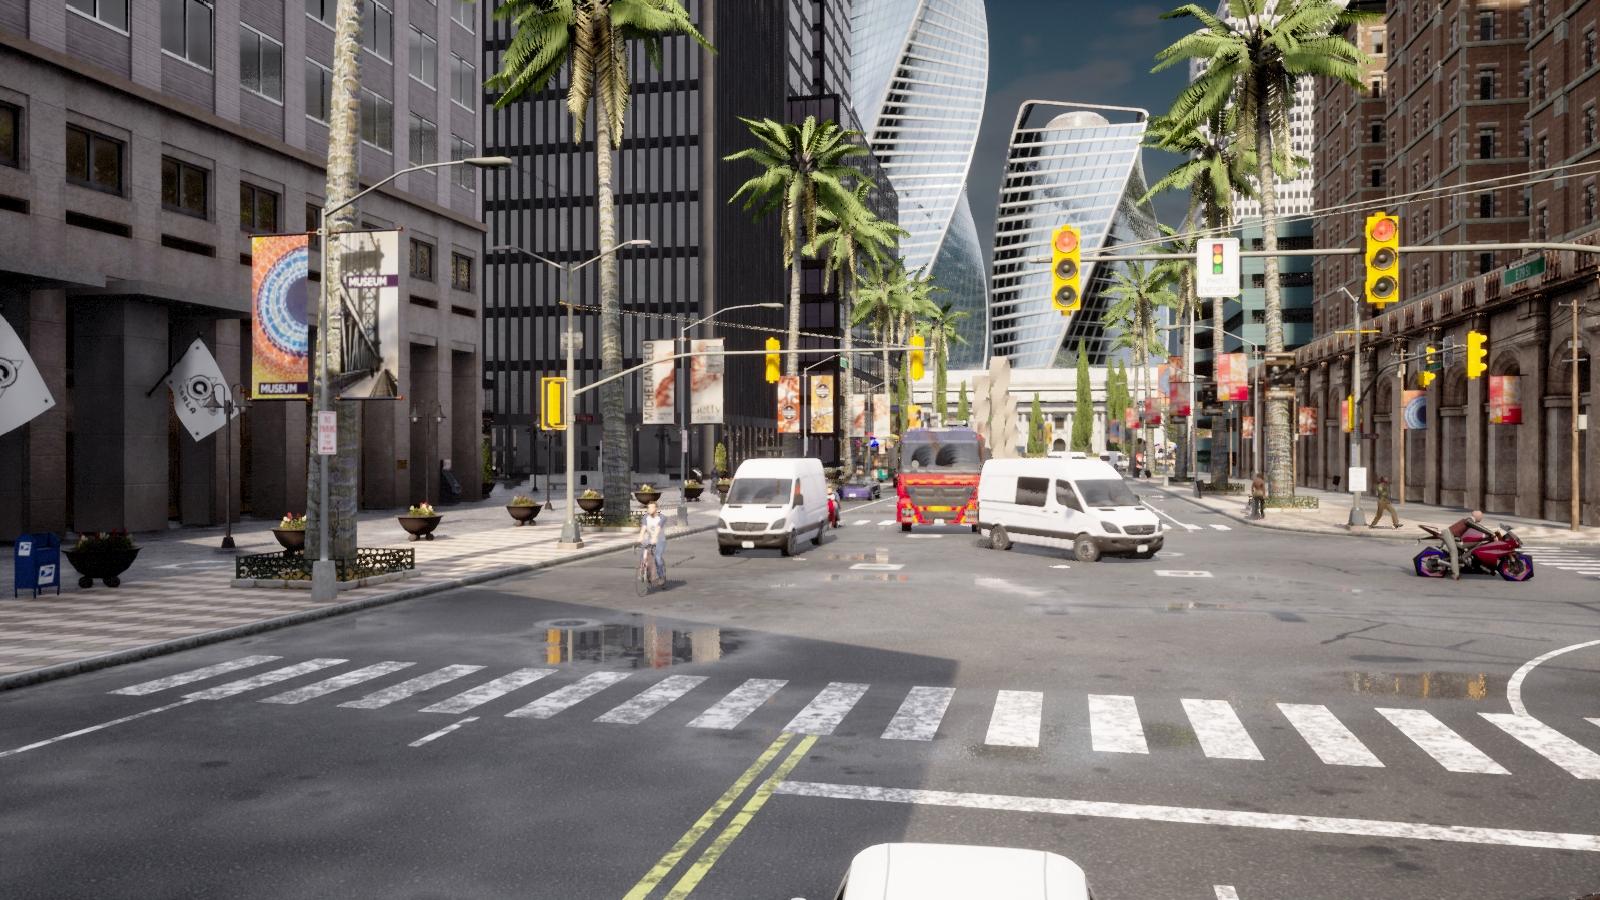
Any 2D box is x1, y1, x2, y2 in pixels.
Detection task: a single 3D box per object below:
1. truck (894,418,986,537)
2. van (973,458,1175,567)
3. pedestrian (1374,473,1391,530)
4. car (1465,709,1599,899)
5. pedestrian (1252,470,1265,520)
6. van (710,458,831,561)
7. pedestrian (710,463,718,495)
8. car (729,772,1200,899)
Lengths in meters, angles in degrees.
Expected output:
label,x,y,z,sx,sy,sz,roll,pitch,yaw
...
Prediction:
label,x,y,z,sx,sy,sz,roll,pitch,yaw
truck,5.185,0.891,41.080,2.891,3.827,8.468,0,0,10
van,7.147,1.534,30.649,1.988,2.561,5.915,0,0,-25
pedestrian,19.305,1.696,37.890,0.375,1.860,0.375,0,0,-36
car,3.753,1.992,2.523,2.152,1.651,5.027,0,0,7
pedestrian,17.244,1.696,42.977,0.375,1.860,0.375,0,0,38
van,-0.692,1.534,32.029,1.988,2.561,5.915,0,0,13
pedestrian,-4.977,1.701,66.440,0.375,1.860,0.375,0,0,13
car,0.558,2.120,3.851,1.481,1.376,2.207,0,0,9
